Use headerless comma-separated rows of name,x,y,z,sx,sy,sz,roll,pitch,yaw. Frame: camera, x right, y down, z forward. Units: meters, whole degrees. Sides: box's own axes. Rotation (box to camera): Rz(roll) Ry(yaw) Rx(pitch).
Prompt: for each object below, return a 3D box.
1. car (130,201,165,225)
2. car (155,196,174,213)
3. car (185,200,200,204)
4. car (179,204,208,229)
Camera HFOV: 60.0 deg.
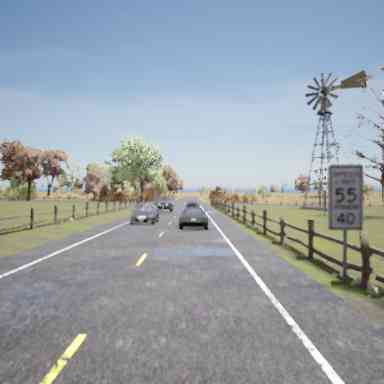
car,-3.583,1.719,25.992,2.128,1.511,4.902,0,0,0
car,-3.482,1.508,42.967,2.150,2.045,5.566,0,0,0
car,0.092,1.918,47.429,1.837,1.490,4.892,0,0,0
car,0.108,1.769,23.457,1.994,1.385,4.181,0,-1,0
